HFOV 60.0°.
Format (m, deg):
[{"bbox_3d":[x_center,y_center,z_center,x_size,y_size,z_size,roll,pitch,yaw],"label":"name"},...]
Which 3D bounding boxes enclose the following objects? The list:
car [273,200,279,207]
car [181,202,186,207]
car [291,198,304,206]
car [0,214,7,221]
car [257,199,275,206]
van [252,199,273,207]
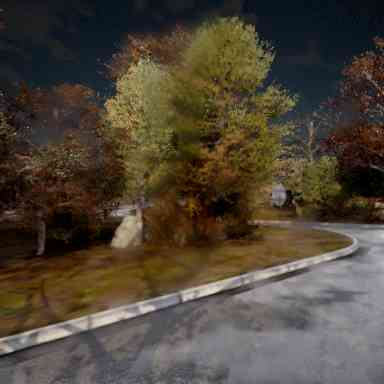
[{"bbox_3d":[16.361,2.474,71.350,1.946,1.575,5.366,1,-1,-41],"label":"car"},{"bbox_3d":[-1.585,2.480,56.040,2.002,1.452,4.674,0,0,-41],"label":"car"},{"bbox_3d":[22.547,2.359,77.010,2.435,2.045,5.566,2,-2,-41],"label":"car"},{"bbox_3d":[-22.477,2.657,38.149,2.002,1.452,4.674,0,0,-40],"label":"car"},{"bbox_3d":[20.233,2.785,91.214,2.185,1.767,4.553,2,-2,-41],"label":"car"},{"bbox_3d":[14.054,2.224,69.748,1.878,1.987,4.442,1,-1,-41],"label":"van"}]
